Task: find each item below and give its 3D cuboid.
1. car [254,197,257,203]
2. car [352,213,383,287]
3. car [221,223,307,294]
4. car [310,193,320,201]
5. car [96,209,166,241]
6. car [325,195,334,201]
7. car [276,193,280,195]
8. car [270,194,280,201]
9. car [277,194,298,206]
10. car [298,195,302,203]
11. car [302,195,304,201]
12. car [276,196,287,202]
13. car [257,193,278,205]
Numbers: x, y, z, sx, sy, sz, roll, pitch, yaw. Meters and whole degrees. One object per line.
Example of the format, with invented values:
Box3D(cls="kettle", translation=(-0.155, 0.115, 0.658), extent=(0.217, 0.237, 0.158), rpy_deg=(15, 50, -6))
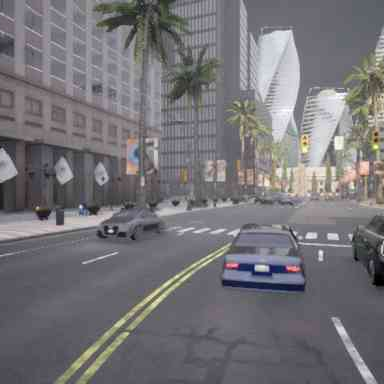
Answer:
Box3D(cls="car", translation=(14.316, 1.509, 69.436), extent=(2.161, 1.482, 4.786), rpy_deg=(0, 0, 21))
Box3D(cls="car", translation=(5.795, 1.351, 9.151), extent=(2.097, 1.767, 4.553), rpy_deg=(0, 0, 18))
Box3D(cls="car", translation=(1.999, 1.547, 8.977), extent=(2.033, 1.411, 5.357), rpy_deg=(0, 0, 14))
Box3D(cls="car", translation=(30.853, 1.548, 83.697), extent=(1.994, 1.385, 4.181), rpy_deg=(0, 0, 21))
Box3D(cls="car", translation=(-2.950, 1.563, 16.811), extent=(1.994, 1.385, 4.181), rpy_deg=(0, 0, 21))
Box3D(cls="car", translation=(34.109, 1.586, 82.413), extent=(1.895, 1.301, 4.718), rpy_deg=(0, 0, 21))
Box3D(cls="car", translation=(16.895, 1.218, 67.274), extent=(2.150, 2.045, 5.566), rpy_deg=(0, 0, 21))
Box3D(cls="car", translation=(22.379, 1.349, 89.832), extent=(2.185, 1.767, 4.553), rpy_deg=(0, 0, 21))
Box3D(cls="car", translation=(16.011, 1.544, 55.638), extent=(2.033, 1.411, 5.357), rpy_deg=(0, 0, 22))
Box3D(cls="car", translation=(19.574, 1.560, 64.561), extent=(1.994, 1.385, 4.181), rpy_deg=(0, 0, 23))
Box3D(cls="car", translation=(23.294, 1.548, 74.011), extent=(1.994, 1.385, 4.181), rpy_deg=(0, 0, 21))
Box3D(cls="car", translation=(20.524, 1.548, 76.528), extent=(1.994, 1.385, 4.181), rpy_deg=(0, 0, 22))
Box3D(cls="car", translation=(13.292, 1.474, 58.265), extent=(1.882, 1.535, 5.008), rpy_deg=(0, 0, 21))
